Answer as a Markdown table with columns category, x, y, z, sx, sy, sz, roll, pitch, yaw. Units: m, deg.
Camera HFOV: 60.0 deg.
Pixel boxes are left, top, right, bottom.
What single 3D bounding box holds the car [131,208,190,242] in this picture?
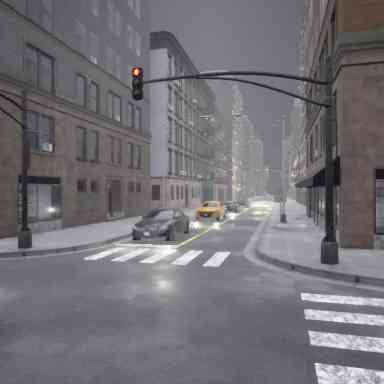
| category | x | y | z | sx | sy | sz | roll | pitch | yaw |
| --- | --- | --- | --- | --- | --- | --- | --- | --- | --- |
| car | -1.375 | 1.557 | 16.715 | 1.812 | 1.442 | 4.674 | 0 | 0 | 15 |

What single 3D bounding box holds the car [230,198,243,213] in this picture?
| category | x | y | z | sx | sy | sz | roll | pitch | yaw |
| --- | --- | --- | --- | --- | --- | --- | --- | --- | --- |
| car | 4.309 | 1.618 | 38.110 | 1.994 | 1.385 | 4.181 | 0 | 0 | 15 |

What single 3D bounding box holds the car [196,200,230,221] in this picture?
| category | x | y | z | sx | sy | sz | roll | pitch | yaw |
| --- | --- | --- | --- | --- | --- | --- | --- | --- | --- |
| car | 1.698 | 1.521 | 28.306 | 1.882 | 1.535 | 5.008 | 0 | 0 | 15 |

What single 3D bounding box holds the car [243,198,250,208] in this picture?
| category | x | y | z | sx | sy | sz | roll | pitch | yaw |
| --- | --- | --- | --- | --- | --- | --- | --- | --- | --- |
| car | 7.688 | 1.616 | 50.618 | 2.033 | 1.411 | 5.357 | 0 | 0 | 15 |
